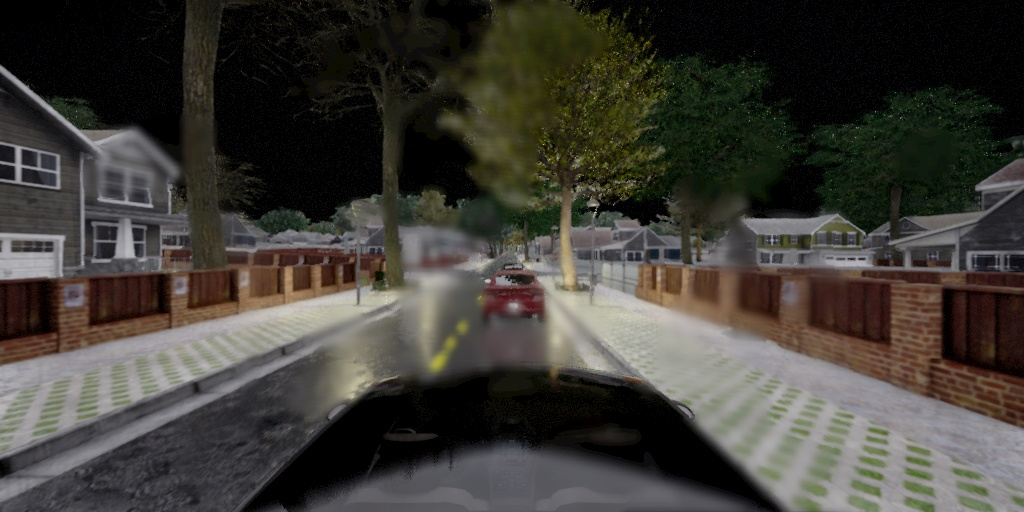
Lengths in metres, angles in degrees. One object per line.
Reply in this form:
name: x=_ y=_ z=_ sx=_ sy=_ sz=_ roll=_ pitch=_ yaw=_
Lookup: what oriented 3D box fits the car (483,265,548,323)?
car: x=0.099 y=1.217 z=12.139 sx=1.882 sy=1.535 sz=5.008 roll=0 pitch=0 yaw=0
